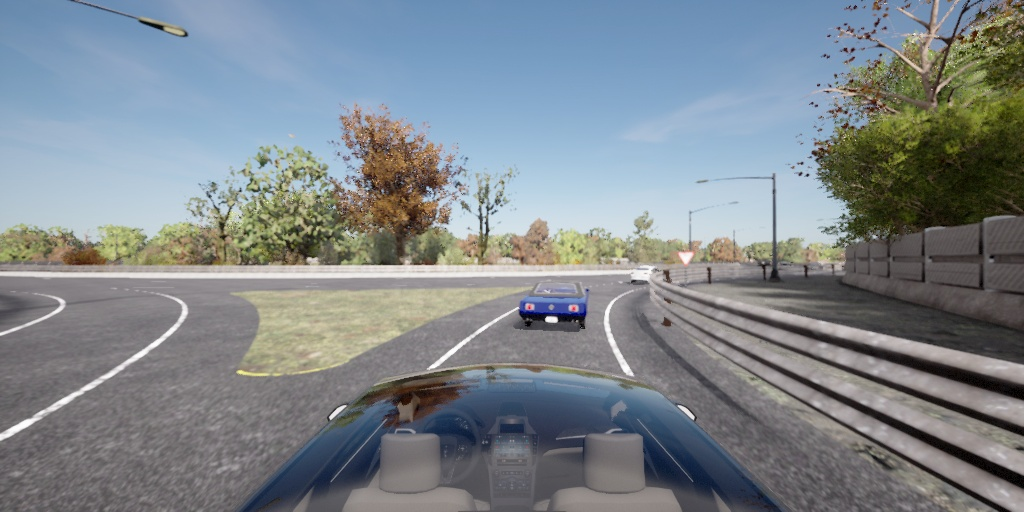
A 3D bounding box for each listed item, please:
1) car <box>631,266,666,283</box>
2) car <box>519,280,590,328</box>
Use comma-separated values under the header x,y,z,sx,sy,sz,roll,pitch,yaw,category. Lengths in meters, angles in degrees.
x,y,z,sx,sy,sz,roll,pitch,yaw,category
11.706,1.589,30.581,1.812,1.442,4.674,-1,-1,42,car
1.604,1.458,11.914,1.895,1.301,4.718,0,-1,14,car
